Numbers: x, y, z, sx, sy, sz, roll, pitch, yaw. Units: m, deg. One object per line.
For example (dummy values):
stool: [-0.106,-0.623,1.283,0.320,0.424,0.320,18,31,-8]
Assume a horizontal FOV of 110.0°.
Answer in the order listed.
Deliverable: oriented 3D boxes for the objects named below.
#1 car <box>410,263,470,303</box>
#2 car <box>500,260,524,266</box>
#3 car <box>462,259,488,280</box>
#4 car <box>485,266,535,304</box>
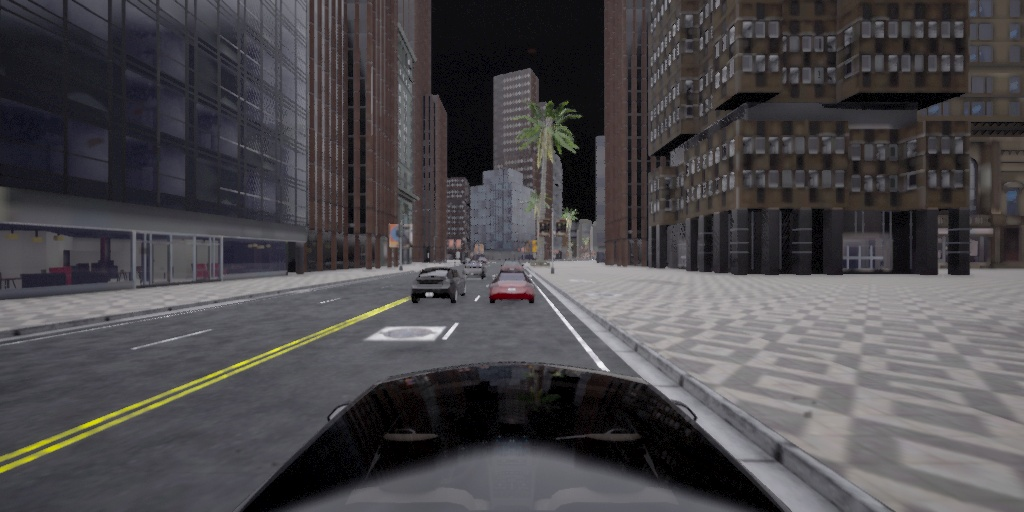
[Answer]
car: [-3.250,1.265,16.501,1.837,1.490,4.892,0,0,0]
car: [0.000,1.119,31.471,2.097,1.767,4.553,0,0,0]
car: [-3.250,1.248,31.501,2.128,1.511,4.902,0,0,0]
car: [0.000,1.322,16.501,1.994,1.385,4.181,0,0,0]
